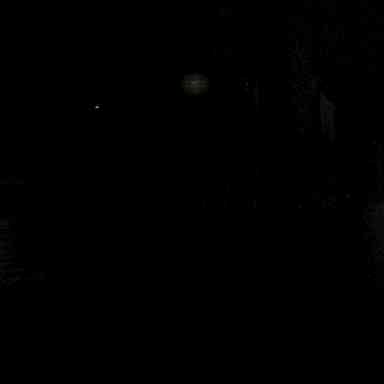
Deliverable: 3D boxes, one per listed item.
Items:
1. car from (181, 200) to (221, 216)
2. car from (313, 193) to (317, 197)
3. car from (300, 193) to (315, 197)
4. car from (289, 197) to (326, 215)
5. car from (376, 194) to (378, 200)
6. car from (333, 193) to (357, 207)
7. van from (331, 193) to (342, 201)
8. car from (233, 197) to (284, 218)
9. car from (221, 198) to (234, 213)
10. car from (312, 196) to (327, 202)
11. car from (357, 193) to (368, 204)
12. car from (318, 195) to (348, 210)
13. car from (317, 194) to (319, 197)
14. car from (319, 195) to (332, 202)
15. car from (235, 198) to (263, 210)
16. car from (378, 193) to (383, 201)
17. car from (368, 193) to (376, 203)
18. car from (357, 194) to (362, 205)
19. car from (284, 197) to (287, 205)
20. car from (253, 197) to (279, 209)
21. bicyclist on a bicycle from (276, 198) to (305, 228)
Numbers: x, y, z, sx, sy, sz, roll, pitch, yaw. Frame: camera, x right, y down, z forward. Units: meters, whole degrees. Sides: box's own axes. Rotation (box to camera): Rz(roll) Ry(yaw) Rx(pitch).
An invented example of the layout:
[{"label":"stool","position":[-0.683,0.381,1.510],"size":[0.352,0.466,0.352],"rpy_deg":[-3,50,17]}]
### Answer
[{"label":"car","position":[0.636,1.525,31.664],"size":[1.802,1.307,4.206],"rpy_deg":[0,0,35]},{"label":"car","position":[23.119,1.177,64.112],"size":[2.192,1.841,5.009],"rpy_deg":[0,0,35]},{"label":"car","position":[19.908,1.416,59.476],"size":[1.887,1.381,4.507],"rpy_deg":[0,0,35]},{"label":"car","position":[10.852,1.425,31.439],"size":[1.947,1.339,4.313],"rpy_deg":[0,0,35]},{"label":"car","position":[36.642,1.303,68.657],"size":[1.752,1.417,4.829],"rpy_deg":[-1,0,35]},{"label":"car","position":[20.486,1.137,45.345],"size":[2.192,1.841,5.009],"rpy_deg":[0,0,35]},{"label":"van","position":[35.967,1.187,82.653],"size":[1.690,1.788,3.998],"rpy_deg":[-1,0,35]},{"label":"car","position":[5.887,1.385,28.788],"size":[2.128,1.511,4.902],"rpy_deg":[-1,0,35]},{"label":"car","position":[3.847,1.367,36.298],"size":[1.967,1.590,4.097],"rpy_deg":[0,0,35]},{"label":"car","position":[26.333,1.419,68.747],"size":[1.947,1.339,4.313],"rpy_deg":[0,0,35]},{"label":"car","position":[26.909,1.118,54.613],"size":[2.192,1.841,5.009],"rpy_deg":[0,0,35]},{"label":"car","position":[17.275,1.377,40.709],"size":[1.887,1.381,4.507],"rpy_deg":[0,0,35]},{"label":"car","position":[21.163,1.327,50.829],"size":[2.128,1.511,4.902],"rpy_deg":[-1,0,35]},{"label":"car","position":[29.545,1.428,73.381],"size":[1.802,1.307,4.206],"rpy_deg":[0,0,35]},{"label":"car","position":[7.060,1.495,40.934],"size":[1.802,1.307,4.206],"rpy_deg":[0,0,35]},{"label":"car","position":[42.968,1.359,77.786],"size":[1.802,1.307,4.206],"rpy_deg":[-1,0,35]},{"label":"car","position":[33.333,1.100,63.883],"size":[2.192,1.841,5.009],"rpy_deg":[0,0,35]},{"label":"car","position":[23.698,1.378,49.978],"size":[1.947,1.339,4.313],"rpy_deg":[0,0,35]},{"label":"car","position":[13.484,1.456,50.205],"size":[1.947,1.339,4.313],"rpy_deg":[0,0,35]},{"label":"car","position":[10.175,1.427,45.429],"size":[1.752,1.417,4.829],"rpy_deg":[0,0,35]},{"label":"bicyclist on a bicycle","position":[5.379,1.177,18.341],"size":[1.656,1.620,0.582],"rpy_deg":[-1,0,35]}]
